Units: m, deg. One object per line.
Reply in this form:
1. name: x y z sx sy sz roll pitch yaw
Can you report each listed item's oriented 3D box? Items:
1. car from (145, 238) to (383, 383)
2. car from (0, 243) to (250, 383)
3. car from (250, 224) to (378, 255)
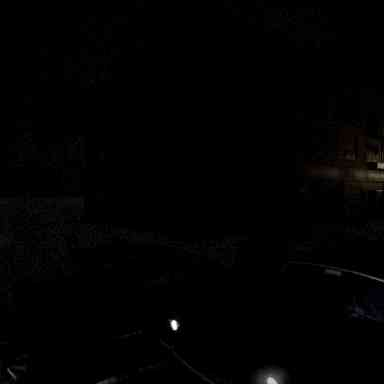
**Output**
1. car: 1.959 1.603 4.451 4.718 1.301 1.895 0 0 -35
2. car: -1.372 1.567 5.230 4.313 1.339 1.947 0 0 -35
3. car: 3.031 1.549 8.368 4.507 1.381 1.887 0 0 -35
